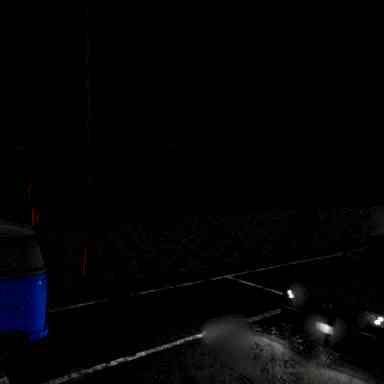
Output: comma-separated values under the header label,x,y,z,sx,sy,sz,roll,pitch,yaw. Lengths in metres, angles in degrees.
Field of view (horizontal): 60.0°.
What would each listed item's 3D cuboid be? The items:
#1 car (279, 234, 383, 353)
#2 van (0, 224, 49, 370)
label,x,y,z,sx,sy,sz,roll,pitch,yaw
car,4.048,1.547,6.281,5.357,1.411,2.033,0,0,-36
van,-3.833,1.341,3.927,3.998,1.788,1.690,0,-1,-36
